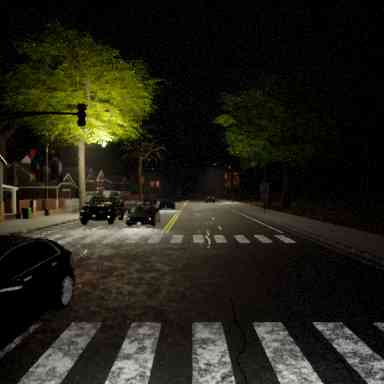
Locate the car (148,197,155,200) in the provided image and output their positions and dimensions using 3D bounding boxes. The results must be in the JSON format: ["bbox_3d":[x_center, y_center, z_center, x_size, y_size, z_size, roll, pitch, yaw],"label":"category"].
[{"bbox_3d":[-6.301,1.499,50.163,2.128,1.511,4.902,0,0,1],"label":"car"}]

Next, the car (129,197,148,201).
[{"bbox_3d":[-6.411,1.549,35.706,2.033,1.411,5.357,0,0,0],"label":"car"}]

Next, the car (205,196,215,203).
[{"bbox_3d":[3.707,1.522,67.620,1.837,1.490,4.892,0,0,1],"label":"car"}]

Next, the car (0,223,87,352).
[{"bbox_3d":[-3.324,1.505,5.043,1.837,1.490,4.892,0,0,0],"label":"car"}]

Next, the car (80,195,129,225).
[{"bbox_3d":[-6.476,1.220,24.677,2.150,2.045,5.566,0,0,0],"label":"car"}]

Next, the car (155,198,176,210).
[{"bbox_3d":[-3.122,1.567,41.851,1.994,1.385,4.181,0,0,0],"label":"car"}]

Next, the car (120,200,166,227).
[{"bbox_3d":[-3.229,1.546,23.002,2.033,1.411,5.357,0,0,0],"label":"car"}]
